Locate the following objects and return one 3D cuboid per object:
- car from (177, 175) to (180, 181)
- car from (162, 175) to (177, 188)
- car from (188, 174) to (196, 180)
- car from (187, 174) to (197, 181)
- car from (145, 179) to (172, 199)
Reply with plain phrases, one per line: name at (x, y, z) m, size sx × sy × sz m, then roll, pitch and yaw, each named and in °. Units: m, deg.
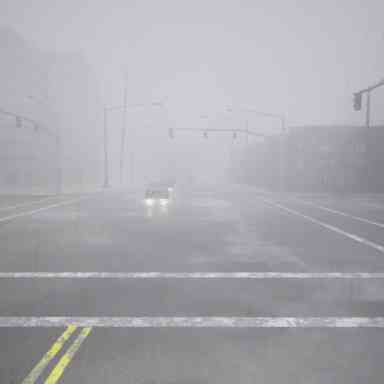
car at (-3.572, -2.222, 58.967) m, size 1.837 × 1.490 × 4.892 m, roll 0°, pitch 4°, yaw 0°
car at (-3.591, -1.367, 47.230) m, size 1.994 × 1.385 × 4.181 m, roll 0°, pitch 4°, yaw 0°
car at (0.008, -3.722, 80.758) m, size 2.033 × 1.411 × 5.357 m, roll 0°, pitch 4°, yaw 0°
car at (0.007, -2.993, 70.931) m, size 1.994 × 1.385 × 4.181 m, roll 0°, pitch 4°, yaw 0°
car at (-3.136, -0.178, 29.703) m, size 1.994 × 1.385 × 4.181 m, roll 0°, pitch 4°, yaw -6°
